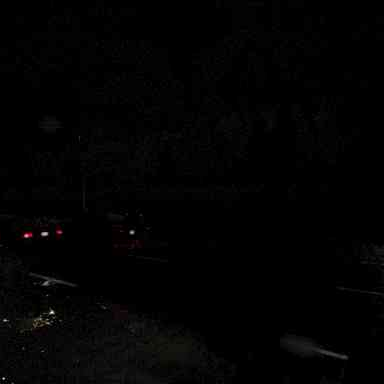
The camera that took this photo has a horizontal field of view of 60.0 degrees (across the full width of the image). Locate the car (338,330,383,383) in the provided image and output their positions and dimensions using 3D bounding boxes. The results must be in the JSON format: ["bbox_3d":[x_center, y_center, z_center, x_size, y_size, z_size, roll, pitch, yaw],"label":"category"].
[{"bbox_3d":[3.347,1.490,1.588,4.902,1.511,2.128,0,0,36],"label":"car"}]

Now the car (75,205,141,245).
[{"bbox_3d":[-4.473,1.571,15.832,4.674,1.442,1.812,0,0,36],"label":"car"}]

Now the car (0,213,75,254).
[{"bbox_3d":[-7.427,1.593,13.655,5.357,1.411,2.033,0,0,36],"label":"car"}]

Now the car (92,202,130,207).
[{"bbox_3d":[-5.570,1.411,20.943,4.553,1.767,2.097,0,0,36],"label":"car"}]
